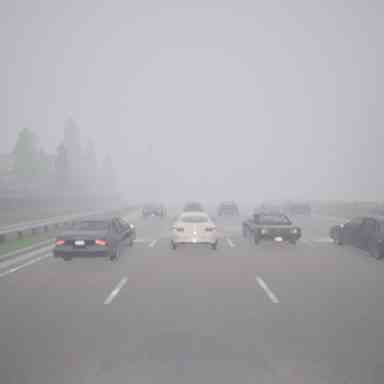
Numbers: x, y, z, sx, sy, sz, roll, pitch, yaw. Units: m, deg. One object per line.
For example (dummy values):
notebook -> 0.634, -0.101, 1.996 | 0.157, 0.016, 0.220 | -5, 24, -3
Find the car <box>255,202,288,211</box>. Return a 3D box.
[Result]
car -> 7.094, 1.740, 31.103 | 1.895, 1.301, 4.718 | 0, 0, 0

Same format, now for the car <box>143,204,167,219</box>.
car -> -3.405, 1.740, 31.091 | 1.895, 1.301, 4.718 | 0, 0, 0

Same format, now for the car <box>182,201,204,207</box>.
car -> 0.093, 1.652, 32.731 | 1.837, 1.490, 4.892 | 0, 0, 0

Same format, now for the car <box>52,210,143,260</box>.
car -> -3.402, 1.604, 12.592 | 2.033, 1.411, 5.357 | 0, 0, 0

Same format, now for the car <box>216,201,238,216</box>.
car -> 3.594, 1.631, 34.210 | 1.882, 1.535, 5.008 | 0, 0, 0

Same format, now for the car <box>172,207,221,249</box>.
car -> 0.098, 1.592, 14.790 | 1.812, 1.442, 4.674 | 0, 0, 0

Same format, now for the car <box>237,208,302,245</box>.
car -> 3.596, 1.673, 15.997 | 1.895, 1.301, 4.718 | 0, 0, 0

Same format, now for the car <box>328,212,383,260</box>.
car -> 7.097, 1.604, 12.636 | 2.033, 1.411, 5.357 | 0, 0, 0

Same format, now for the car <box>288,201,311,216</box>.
car -> 10.594, 1.631, 34.220 | 1.882, 1.535, 5.008 | 0, 0, 0
